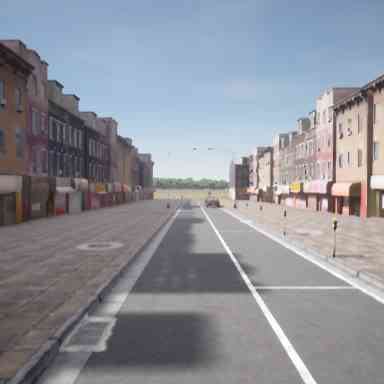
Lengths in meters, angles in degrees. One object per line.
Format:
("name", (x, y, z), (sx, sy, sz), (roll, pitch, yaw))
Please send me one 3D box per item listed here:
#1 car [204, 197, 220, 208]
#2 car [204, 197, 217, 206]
("car", (3.024, 1.513, 48.272), (1.812, 1.442, 4.674), (0, 0, 0))
("car", (3.024, 1.516, 55.273), (1.812, 1.442, 4.674), (0, 0, 0))
